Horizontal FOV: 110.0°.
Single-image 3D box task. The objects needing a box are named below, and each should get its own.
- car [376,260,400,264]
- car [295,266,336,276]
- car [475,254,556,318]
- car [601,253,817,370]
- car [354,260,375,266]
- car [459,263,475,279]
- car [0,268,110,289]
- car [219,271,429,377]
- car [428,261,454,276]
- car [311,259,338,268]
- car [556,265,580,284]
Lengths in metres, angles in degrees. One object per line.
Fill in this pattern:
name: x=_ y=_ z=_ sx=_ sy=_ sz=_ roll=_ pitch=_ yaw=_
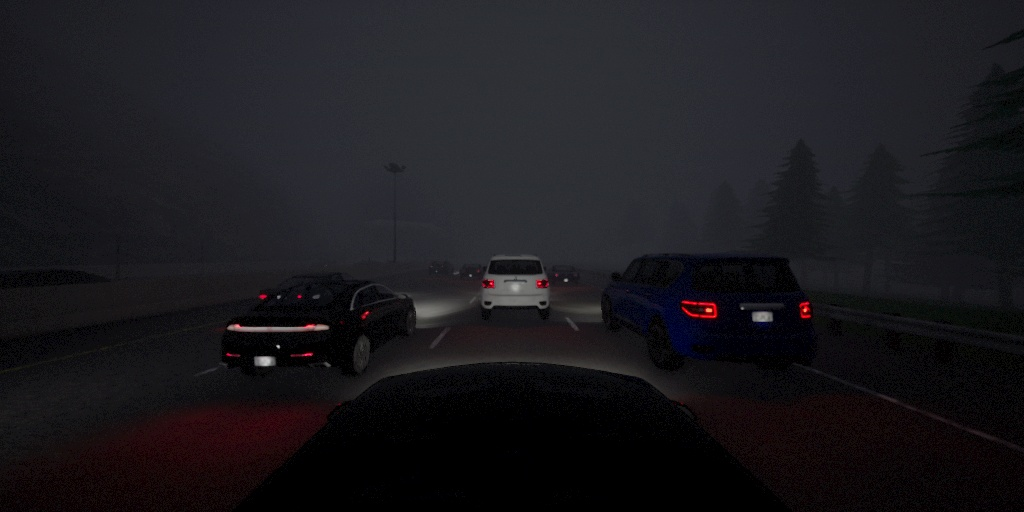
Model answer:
car: x=-17.574 y=1.264 z=52.145 sx=1.895 sy=1.301 sz=4.718 roll=0 pitch=0 yaw=0
car: x=-6.901 y=1.277 z=13.280 sx=2.033 sy=1.411 sz=5.357 roll=0 pitch=0 yaw=0
car: x=0.099 y=0.953 z=12.932 sx=2.150 sy=2.045 sz=5.566 roll=0 pitch=0 yaw=0
car: x=3.599 y=0.961 z=7.836 sx=2.150 sy=2.045 sz=5.566 roll=0 pitch=0 yaw=0
car: x=-21.067 y=1.262 z=53.280 sx=1.895 sy=1.301 sz=4.718 roll=0 pitch=0 yaw=1
car: x=-3.402 y=1.300 z=31.651 sx=1.895 sy=1.301 sz=4.718 roll=0 pitch=0 yaw=0
car: x=-17.600 y=1.235 z=12.875 sx=1.837 sy=1.490 sz=4.892 roll=0 pitch=0 yaw=0
car: x=-3.400 y=1.232 z=7.362 sx=2.128 sy=1.511 sz=4.902 roll=0 pitch=0 yaw=0
car: x=-6.903 y=1.184 z=35.210 sx=2.128 sy=1.511 sz=4.902 roll=0 pitch=0 yaw=0
car: x=-28.055 y=1.152 z=53.762 sx=2.128 sy=1.511 sz=4.902 roll=0 pitch=0 yaw=1
car: x=3.597 y=1.310 z=26.069 sx=1.895 sy=1.301 sz=4.718 roll=0 pitch=0 yaw=0
